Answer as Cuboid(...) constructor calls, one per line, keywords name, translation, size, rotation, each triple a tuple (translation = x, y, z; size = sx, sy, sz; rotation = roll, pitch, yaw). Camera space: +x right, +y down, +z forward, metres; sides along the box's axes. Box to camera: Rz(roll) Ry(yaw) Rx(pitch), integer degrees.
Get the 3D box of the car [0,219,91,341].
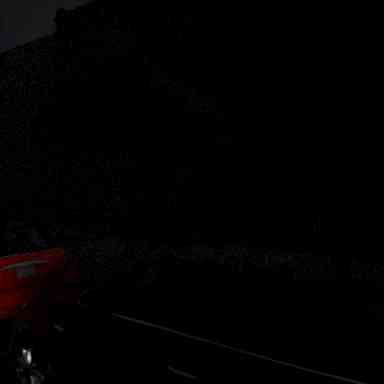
Cuboid(name="car", translation=(-4.443, 1.328, 6.698), size=(4.553, 1.767, 2.185), rotation=(0, 0, 35))
